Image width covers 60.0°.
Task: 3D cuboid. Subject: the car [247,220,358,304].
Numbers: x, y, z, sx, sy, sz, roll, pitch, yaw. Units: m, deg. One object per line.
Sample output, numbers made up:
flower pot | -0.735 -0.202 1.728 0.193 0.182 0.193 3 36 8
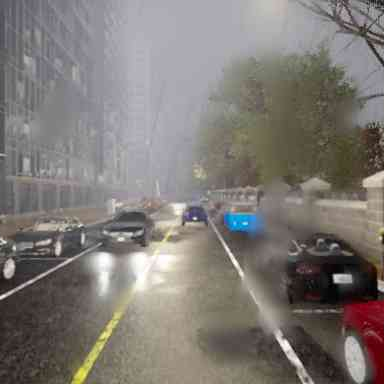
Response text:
car | 2.726 1.603 8.062 1.947 1.339 4.313 0 0 0

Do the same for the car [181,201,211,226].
car | 0.208 1.635 24.560 1.812 1.442 4.674 0 0 0

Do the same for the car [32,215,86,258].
car | -5.418 1.607 12.831 2.008 1.369 4.403 0 0 0

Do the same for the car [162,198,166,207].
car | -5.459 1.748 52.119 1.752 1.417 4.829 0 0 0

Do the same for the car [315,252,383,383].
car | 2.710 1.557 2.421 1.887 1.381 4.507 0 0 0

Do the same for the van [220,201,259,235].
van | 2.792 1.427 19.312 1.690 1.788 3.998 0 0 0

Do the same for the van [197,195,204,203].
van | 2.029 1.677 81.134 1.690 1.788 3.998 0 0 -2

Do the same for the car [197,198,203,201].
car | 0.182 1.784 42.044 1.895 1.301 4.718 0 0 0

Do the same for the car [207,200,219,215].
car | 2.822 1.741 36.164 1.802 1.307 4.206 0 0 0

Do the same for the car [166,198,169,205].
car | -5.617 1.793 63.410 1.752 1.417 4.829 0 0 -1

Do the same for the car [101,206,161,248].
car | -2.733 1.593 15.264 1.812 1.442 4.674 0 0 1

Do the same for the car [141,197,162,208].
car | -5.368 1.493 41.007 2.192 1.841 5.009 0 0 0

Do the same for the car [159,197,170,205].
car | -5.723 1.835 69.222 1.887 1.381 4.507 0 0 -1

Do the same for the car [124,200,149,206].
car | -5.341 1.681 29.726 2.008 1.369 4.403 0 0 0

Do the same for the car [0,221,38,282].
car | -5.448 1.582 7.210 2.008 1.369 4.403 0 0 0

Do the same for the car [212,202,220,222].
car | 2.819 1.661 24.928 2.008 1.369 4.403 0 0 0

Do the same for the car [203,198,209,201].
car | 2.798 1.733 41.784 2.008 1.369 4.403 0 0 0

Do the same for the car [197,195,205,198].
car | 2.539 1.823 64.267 2.008 1.369 4.403 0 0 -1
